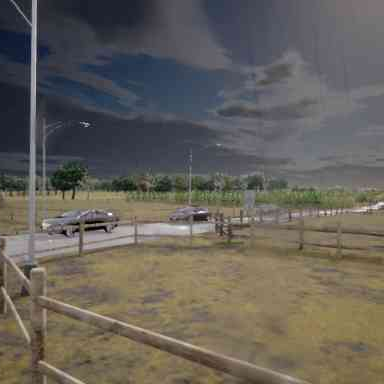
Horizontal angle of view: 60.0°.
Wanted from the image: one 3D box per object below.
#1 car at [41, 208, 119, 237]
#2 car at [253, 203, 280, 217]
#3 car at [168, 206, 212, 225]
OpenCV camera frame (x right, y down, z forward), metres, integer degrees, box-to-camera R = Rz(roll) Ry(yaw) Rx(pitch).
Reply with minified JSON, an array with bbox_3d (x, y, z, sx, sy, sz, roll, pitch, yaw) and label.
[{"bbox_3d":[-6.526,1.747,19.831,2.128,1.511,4.902,1,-1,33],"label":"car"},{"bbox_3d":[9.610,2.268,42.925,2.097,1.767,4.553,1,-1,35],"label":"car"},{"bbox_3d":[-0.064,2.006,29.156,1.837,1.490,4.892,1,-1,35],"label":"car"}]
